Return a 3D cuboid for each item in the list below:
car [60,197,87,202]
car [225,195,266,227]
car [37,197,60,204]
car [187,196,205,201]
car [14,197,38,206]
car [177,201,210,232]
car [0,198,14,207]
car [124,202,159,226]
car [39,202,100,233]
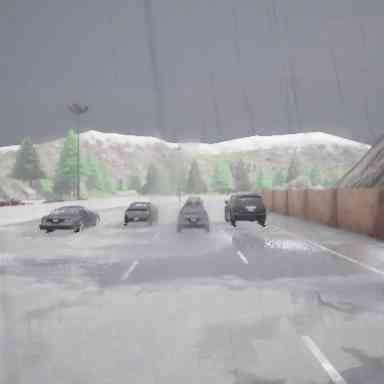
[{"bbox_3d":[-16.451,1.493,47.749,1.812,1.442,4.674,0,0,10],"label":"car"},{"bbox_3d":[3.561,1.185,22.855,2.150,2.045,5.566,0,0,0],"label":"car"},{"bbox_3d":[-19.903,1.532,48.331,1.994,1.385,4.181,0,0,10],"label":"car"},{"bbox_3d":[0.391,1.288,39.537,2.097,1.767,4.553,0,0,4],"label":"car"},{"bbox_3d":[-23.354,1.491,48.912,1.812,1.442,4.674,0,0,10],"label":"car"},{"bbox_3d":[0.066,1.515,19.794,2.033,1.411,5.357,0,0,0],"label":"car"},{"bbox_3d":[-26.810,1.563,49.465,1.895,1.301,4.718,0,0,10],"label":"car"},{"bbox_3d":[-3.437,1.454,23.097,2.128,1.511,4.902,0,0,0],"label":"car"},{"bbox_3d":[-6.933,1.516,19.398,2.033,1.411,5.357,0,0,0],"label":"car"}]
